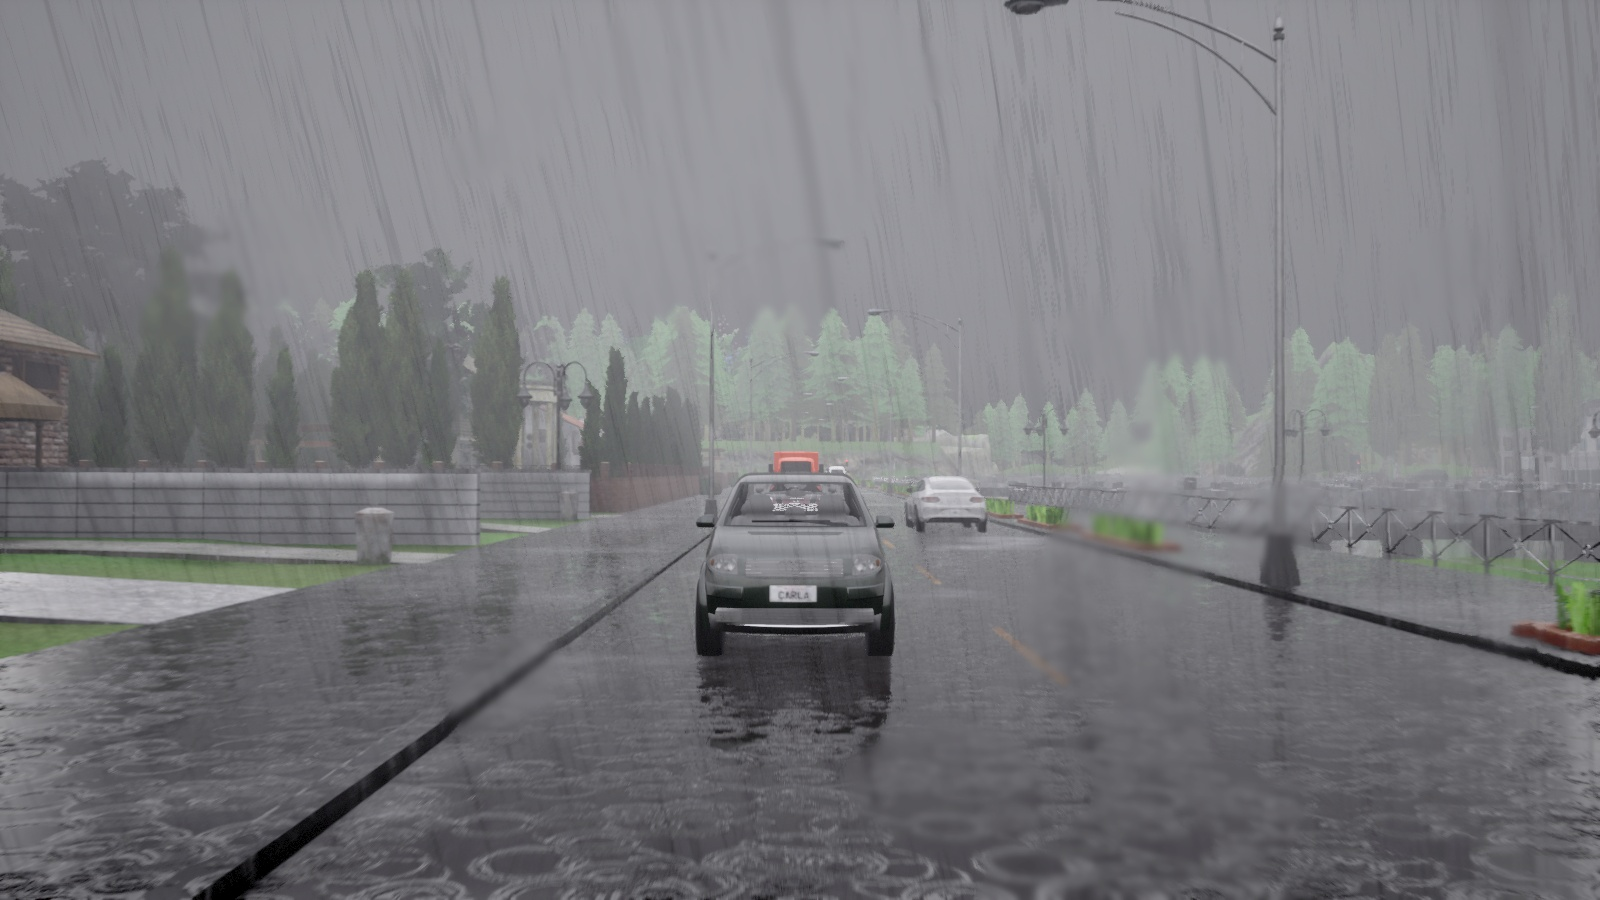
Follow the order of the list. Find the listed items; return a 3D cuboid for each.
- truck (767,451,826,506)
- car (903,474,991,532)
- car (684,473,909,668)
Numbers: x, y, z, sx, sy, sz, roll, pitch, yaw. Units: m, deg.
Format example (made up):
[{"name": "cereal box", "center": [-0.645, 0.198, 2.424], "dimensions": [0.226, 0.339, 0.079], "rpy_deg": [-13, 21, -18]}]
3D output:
[{"name": "truck", "center": [-0.167, 1.317, 59.038], "dimensions": [2.627, 2.467, 5.204], "rpy_deg": [0, -1, 0]}, {"name": "car", "center": [3.905, 1.394, 34.013], "dimensions": [1.812, 1.442, 4.674], "rpy_deg": [0, -1, 0]}, {"name": "car", "center": [-0.034, 0.992, 11.884], "dimensions": [1.789, 1.549, 3.705], "rpy_deg": [0, -1, 0]}]
